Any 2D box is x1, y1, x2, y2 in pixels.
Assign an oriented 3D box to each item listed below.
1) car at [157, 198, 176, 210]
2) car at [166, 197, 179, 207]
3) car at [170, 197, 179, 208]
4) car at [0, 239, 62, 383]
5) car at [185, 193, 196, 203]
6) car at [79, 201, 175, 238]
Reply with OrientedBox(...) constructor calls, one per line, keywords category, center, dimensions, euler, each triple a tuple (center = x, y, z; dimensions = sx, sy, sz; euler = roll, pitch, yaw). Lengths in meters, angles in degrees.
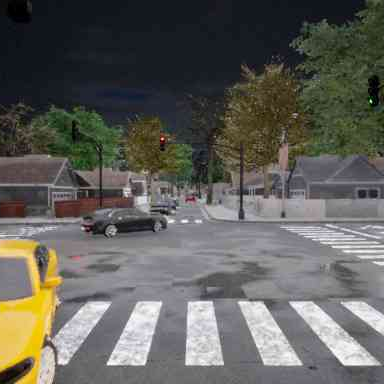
OrientedBox(category="car", center=(-3.028, 1.568, 32.957), dimensions=(2.033, 1.411, 5.357), euler=(0, 0, 0))
OrientedBox(category="car", center=(-3.027, 1.569, 53.096), dimensions=(1.812, 1.442, 4.674), euler=(0, 0, 0))
OrientedBox(category="car", center=(-3.008, 1.595, 42.846), dimensions=(1.994, 1.385, 4.181), euler=(0, 0, 0))
OrientedBox(category="car", center=(-2.946, 1.477, 4.692), dimensions=(1.882, 1.535, 5.008), euler=(2, -1, -20))
OrientedBox(category="car", center=(-0.305, 1.300, 73.590), dimensions=(2.150, 2.045, 5.566), euler=(0, 0, 0))
OrientedBox(category="car", center=(-3.553, 1.514, 17.829), dimensions=(4.892, 1.490, 1.837), euler=(0, 2, -44))
